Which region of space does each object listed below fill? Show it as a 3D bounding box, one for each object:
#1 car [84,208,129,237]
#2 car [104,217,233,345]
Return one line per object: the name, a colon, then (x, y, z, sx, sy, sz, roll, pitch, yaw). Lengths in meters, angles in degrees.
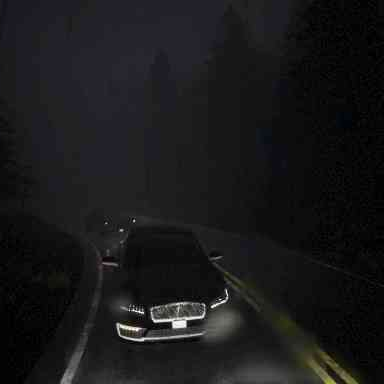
car: (-4.614, 1.608, 18.506, 1.895, 1.301, 4.718, -3, 1, -29)
car: (-0.639, 1.494, 6.766, 1.837, 1.490, 4.892, -1, 0, -11)
